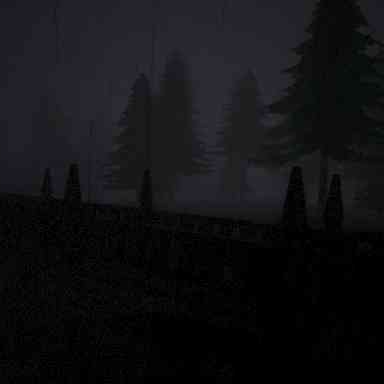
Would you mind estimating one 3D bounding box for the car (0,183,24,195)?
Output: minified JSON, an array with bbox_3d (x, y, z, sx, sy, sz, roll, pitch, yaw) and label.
[{"bbox_3d":[-20.912,-0.197,36.183,2.128,1.511,4.902,4,2,37],"label":"car"}]
